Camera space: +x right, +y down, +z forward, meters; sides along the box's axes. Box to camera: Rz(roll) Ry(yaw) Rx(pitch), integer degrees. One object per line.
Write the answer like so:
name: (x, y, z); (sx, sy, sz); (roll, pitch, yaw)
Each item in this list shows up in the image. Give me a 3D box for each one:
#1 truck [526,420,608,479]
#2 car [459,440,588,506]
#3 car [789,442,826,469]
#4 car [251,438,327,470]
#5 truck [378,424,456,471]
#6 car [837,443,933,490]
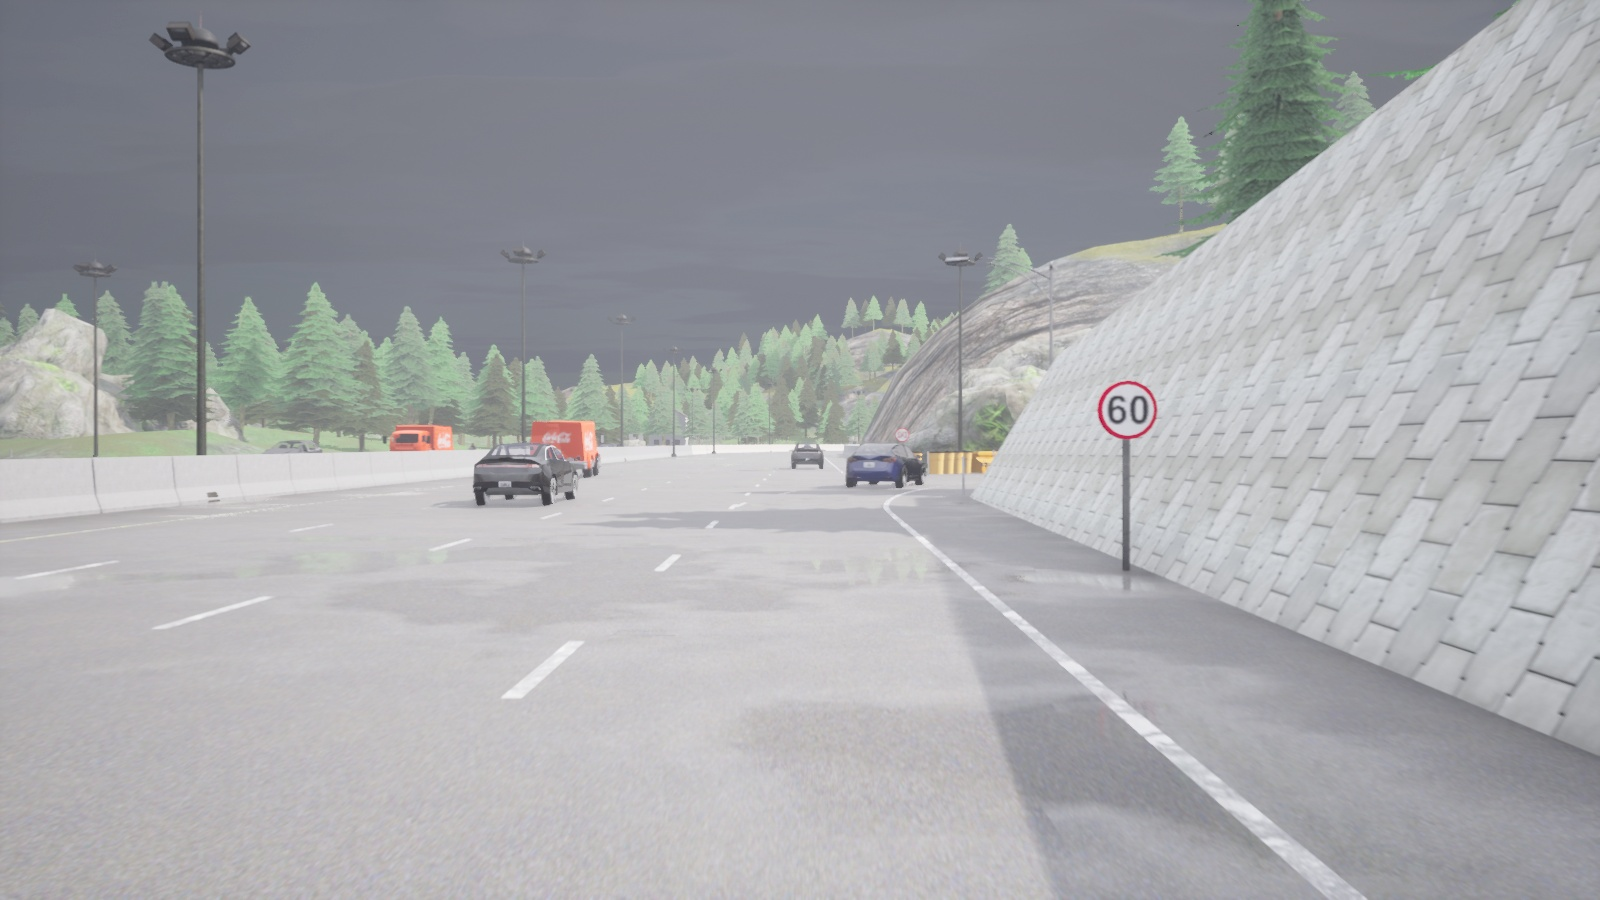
truck: (-10.170, -0.056, 55.211); (2.627, 2.467, 5.204); (0, 1, 0)
car: (-6.806, 0.520, 31.461); (2.128, 1.511, 4.902); (0, 0, 0)
car: (0.434, 0.288, 73.695); (2.128, 1.511, 4.902); (0, 0, 0)
car: (-27.598, 0.186, 68.007); (2.242, 1.667, 4.611); (0, 0, 0)
truck: (-20.599, -0.139, 67.806); (2.627, 2.467, 5.204); (0, 0, 0)
car: (2.968, 0.508, 42.806); (2.163, 1.488, 4.792); (0, 0, 18)
